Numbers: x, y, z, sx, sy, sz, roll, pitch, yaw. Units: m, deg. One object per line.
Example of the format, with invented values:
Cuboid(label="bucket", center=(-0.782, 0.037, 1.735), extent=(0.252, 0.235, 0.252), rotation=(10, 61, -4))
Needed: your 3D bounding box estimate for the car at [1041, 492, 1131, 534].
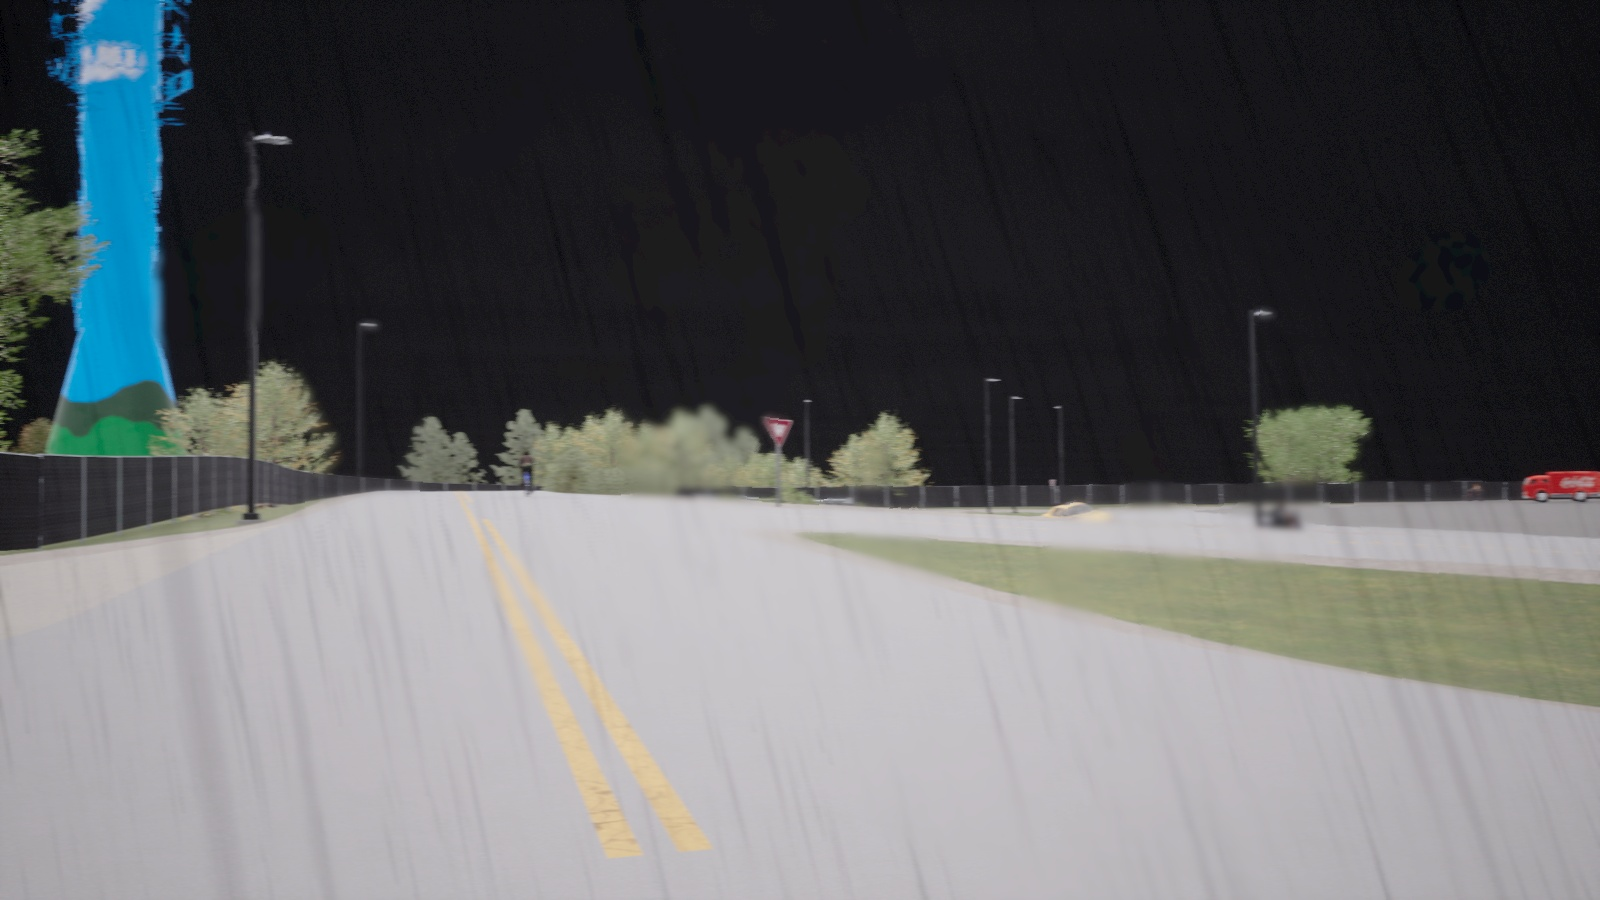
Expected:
Cuboid(label="car", center=(13.672, 2.996, 60.472), extent=(1.801, 1.575, 5.366), rotation=(-11, 1, -14))

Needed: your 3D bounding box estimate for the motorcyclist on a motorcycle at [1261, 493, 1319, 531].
Cuboid(label="motorcyclist on a motorcycle", center=(20.578, 2.606, 52.818), extent=(0.866, 1.530, 2.191), rotation=(0, -2, -29))
